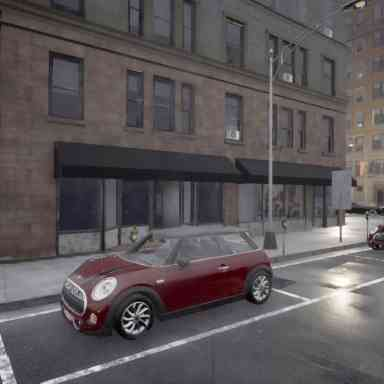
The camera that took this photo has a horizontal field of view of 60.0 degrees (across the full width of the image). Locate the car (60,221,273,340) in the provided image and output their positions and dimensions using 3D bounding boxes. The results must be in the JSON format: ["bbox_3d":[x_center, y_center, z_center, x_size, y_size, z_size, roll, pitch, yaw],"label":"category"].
[{"bbox_3d":[-0.362,1.441,6.488,4.097,1.590,1.967,0,0,-35],"label":"car"}]

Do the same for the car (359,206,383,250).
[{"bbox_3d":[8.598,1.445,12.845,4.097,1.590,1.967,0,0,-35],"label":"car"}]

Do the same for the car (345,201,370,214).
[{"bbox_3d":[15.557,1.531,30.707,1.895,1.301,4.718,1,0,-36],"label":"car"}]
